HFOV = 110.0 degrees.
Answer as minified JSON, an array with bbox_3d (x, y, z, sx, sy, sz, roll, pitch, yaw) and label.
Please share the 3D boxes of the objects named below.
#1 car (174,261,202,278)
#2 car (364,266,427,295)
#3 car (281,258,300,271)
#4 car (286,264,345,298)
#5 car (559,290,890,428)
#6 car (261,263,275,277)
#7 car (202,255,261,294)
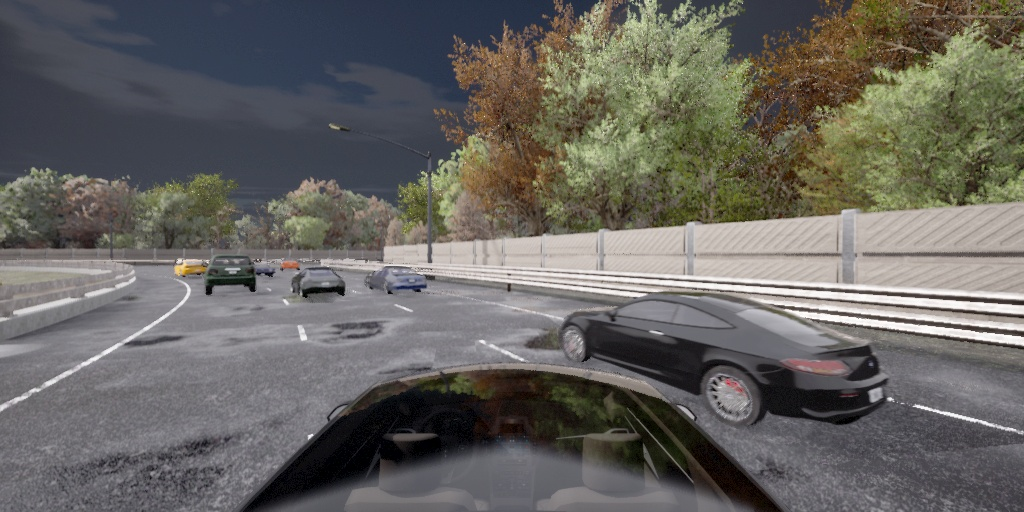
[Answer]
[{"bbox_3d":[-30.361,1.183,33.935,5.008,1.535,1.882,0,0,39],"label":"car"},{"bbox_3d":[-6.558,1.274,19.884,2.033,1.411,5.357,0,0,-38],"label":"car"},{"bbox_3d":[-30.280,1.039,49.042,2.097,1.767,4.553,0,0,-31],"label":"car"},{"bbox_3d":[-10.169,1.291,18.679,1.994,1.385,4.181,0,0,-39],"label":"car"},{"bbox_3d":[2.680,1.271,5.757,1.812,1.442,4.674,0,0,-30],"label":"car"},{"bbox_3d":[-23.389,1.309,32.705,4.718,1.301,1.895,0,0,42],"label":"car"},{"bbox_3d":[-16.231,0.945,20.584,2.150,2.045,5.566,0,0,-41],"label":"car"}]
